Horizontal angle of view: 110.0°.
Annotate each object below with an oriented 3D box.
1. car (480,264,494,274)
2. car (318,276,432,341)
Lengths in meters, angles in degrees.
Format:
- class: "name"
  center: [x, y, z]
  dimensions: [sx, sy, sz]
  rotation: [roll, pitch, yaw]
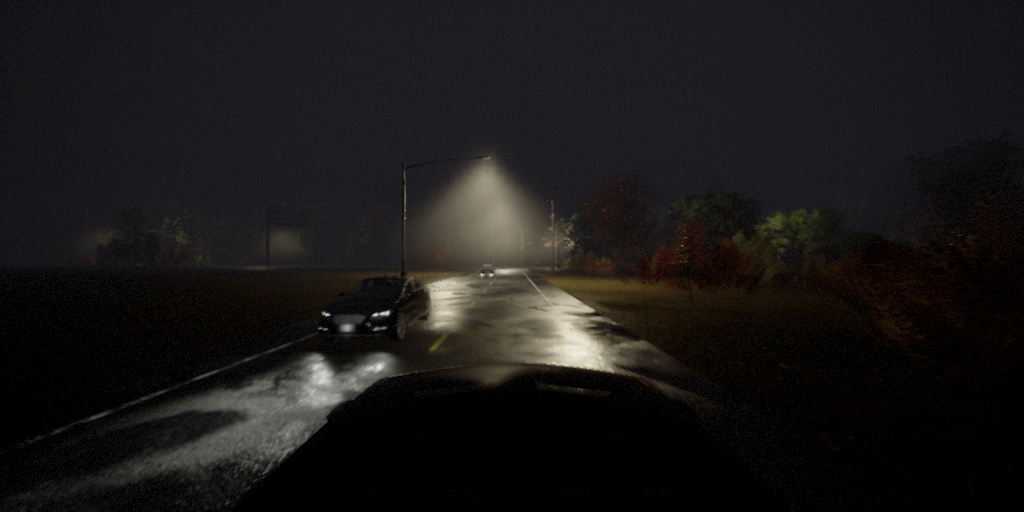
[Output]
- class: "car"
  center: [-3.572, 1.825, 52.385]
  dimensions: [2.033, 1.411, 5.357]
  rotation: [0, -1, 1]
- class: "car"
  center: [-3.602, 1.336, 10.286]
  dimensions: [2.128, 1.511, 4.902]
  rotation: [0, -1, 0]
